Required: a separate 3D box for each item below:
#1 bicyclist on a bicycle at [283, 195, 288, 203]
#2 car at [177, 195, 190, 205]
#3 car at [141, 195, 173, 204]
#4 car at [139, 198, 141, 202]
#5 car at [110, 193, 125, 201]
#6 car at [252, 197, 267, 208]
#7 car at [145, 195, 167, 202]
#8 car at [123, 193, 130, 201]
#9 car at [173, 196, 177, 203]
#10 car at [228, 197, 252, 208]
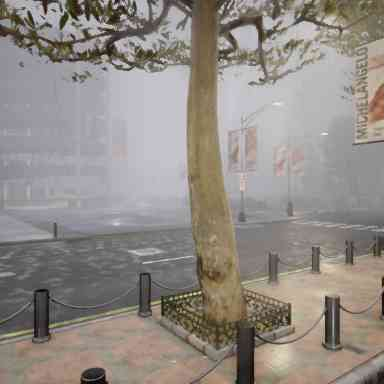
[{"bbox_3d":[17.527,1.300,62.337,1.656,1.620,0.582,0,0,-36],"label":"bicyclist on a bicycle"},{"bbox_3d":[0.140,1.352,55.523,2.097,1.767,4.553,0,0,-38],"label":"car"},{"bbox_3d":[-6.685,1.547,63.376,5.357,1.411,2.033,0,0,41],"label":"car"},{"bbox_3d":[-9.589,1.524,74.201,4.674,1.442,1.812,0,0,26],"label":"car"},{"bbox_3d":[-18.867,1.545,77.822,4.718,1.301,1.895,0,0,11],"label":"car"},{"bbox_3d":[8.932,1.477,49.510,1.882,1.535,5.008,0,0,-37],"label":"car"},{"bbox_3d":[-8.377,1.525,77.501,4.902,1.511,2.128,0,0,26],"label":"car"},{"bbox_3d":[-17.935,1.165,81.196,5.566,2.045,2.150,0,0,11],"label":"car"},{"bbox_3d":[-3.275,1.491,64.969,4.902,1.511,2.128,0,0,44],"label":"car"},{"bbox_3d":[5.626,1.547,48.119,2.033,1.411,5.357,0,0,-36],"label":"car"}]
